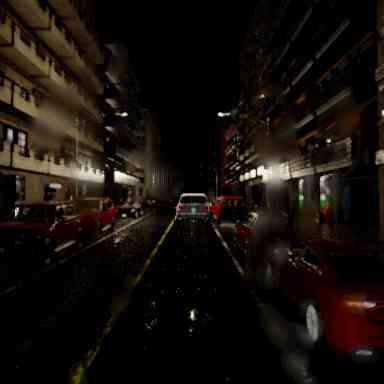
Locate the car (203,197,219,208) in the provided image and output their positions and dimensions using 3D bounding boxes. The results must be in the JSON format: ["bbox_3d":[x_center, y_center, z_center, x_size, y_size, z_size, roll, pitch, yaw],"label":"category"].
[{"bbox_3d":[2.536,1.434,44.808,1.802,1.307,4.206,1,0,0],"label":"car"}]

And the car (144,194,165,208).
[{"bbox_3d":[-5.304,1.167,44.860,2.192,1.841,5.009,1,0,0],"label":"car"}]

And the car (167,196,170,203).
[{"bbox_3d":[-5.318,1.406,66.986,1.802,1.307,4.206,1,0,0],"label":"car"}]

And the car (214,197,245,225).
[{"bbox_3d":[2.548,1.226,22.682,2.192,1.841,5.009,1,0,0],"label":"car"}]

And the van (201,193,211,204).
[{"bbox_3d":[2.536,1.170,61.402,1.690,1.788,3.998,1,0,0],"label":"van"}]

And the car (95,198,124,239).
[{"bbox_3d":[-5.296,1.246,17.208,2.192,1.841,5.009,1,0,0],"label":"car"}]

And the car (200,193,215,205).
[{"bbox_3d":[2.538,1.149,55.870,2.192,1.841,5.009,1,0,0],"label":"car"}]

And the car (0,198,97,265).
[{"bbox_3d":[-5.294,1.267,11.678,2.192,1.841,5.009,1,0,0],"label":"car"}]

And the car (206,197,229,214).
[{"bbox_3d":[2.542,1.318,33.745,1.967,1.590,4.097,1,0,0],"label":"car"}]

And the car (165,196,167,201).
[{"bbox_3d":[-5.312,1.387,50.392,1.887,1.381,4.507,1,0,0],"label":"car"}]

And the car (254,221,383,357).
[{"bbox_3d":[2.582,1.519,6.089,1.887,1.381,4.507,1,0,0],"label":"car"}]

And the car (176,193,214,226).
[{"bbox_3d":[0.094,1.133,22.710,2.150,2.045,5.566,0,0,0],"label":"car"}]

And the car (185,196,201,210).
[{"bbox_3d":[0.092,1.336,41.825,1.882,1.535,5.008,0,0,0],"label":"car"}]

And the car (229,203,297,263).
[{"bbox_3d":[2.590,1.392,11.620,1.967,1.590,4.097,1,0,0],"label":"car"}]

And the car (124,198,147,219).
[{"bbox_3d":[-5.305,1.459,28.272,1.947,1.339,4.313,1,0,0],"label":"car"}]
